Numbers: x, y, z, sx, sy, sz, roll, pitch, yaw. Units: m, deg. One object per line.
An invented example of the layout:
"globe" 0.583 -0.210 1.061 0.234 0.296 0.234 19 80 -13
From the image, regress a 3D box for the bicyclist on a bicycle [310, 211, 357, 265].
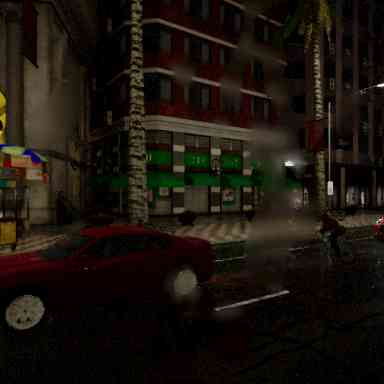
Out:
"bicyclist on a bicycle" 4.472 1.455 10.679 0.582 1.620 1.656 0 -2 -35

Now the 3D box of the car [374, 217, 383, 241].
"car" 10.439 1.354 15.327 4.553 1.767 2.097 0 0 -33

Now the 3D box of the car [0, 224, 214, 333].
"car" -1.843 1.477 6.947 5.008 1.535 1.882 0 0 -35
